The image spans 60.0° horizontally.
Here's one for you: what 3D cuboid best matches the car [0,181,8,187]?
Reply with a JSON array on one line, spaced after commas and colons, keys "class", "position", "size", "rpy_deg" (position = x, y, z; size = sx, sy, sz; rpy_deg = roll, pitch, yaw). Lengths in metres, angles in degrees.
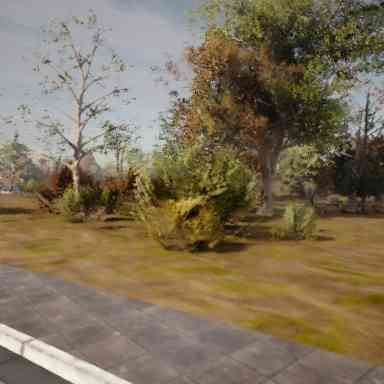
[{"class": "car", "position": [-35.816, -1.165, 66.269], "size": [1.895, 1.301, 4.718], "rpy_deg": [4, 0, 11]}]
